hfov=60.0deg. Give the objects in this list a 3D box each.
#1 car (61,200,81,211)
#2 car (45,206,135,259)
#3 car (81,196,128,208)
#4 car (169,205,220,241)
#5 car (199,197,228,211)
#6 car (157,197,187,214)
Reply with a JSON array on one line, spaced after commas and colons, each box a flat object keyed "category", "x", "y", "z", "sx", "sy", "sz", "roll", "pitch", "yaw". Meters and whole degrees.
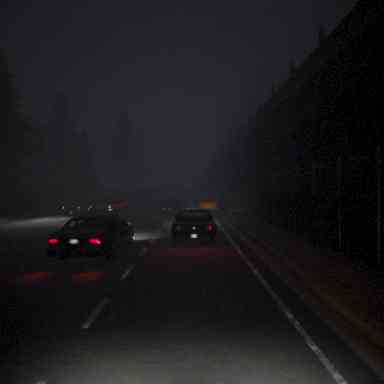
[{"category": "car", "x": -9.773, "y": 1.395, "z": 30.092, "sx": 1.895, "sy": 1.301, "sz": 4.718, "roll": 0, "pitch": 0, "yaw": 11}, {"category": "car", "x": -3.414, "y": 1.464, "z": 12.105, "sx": 2.033, "sy": 1.411, "sz": 5.357, "roll": 0, "pitch": 0, "yaw": 0}, {"category": "car", "x": -6.609, "y": 1.171, "z": 26.424, "sx": 2.097, "sy": 1.767, "sz": 4.553, "roll": 0, "pitch": 0, "yaw": 6}, {"category": "car", "x": 0.083, "y": 1.491, "z": 15.868, "sx": 1.895, "sy": 1.301, "sz": 4.718, "roll": 0, "pitch": 0, "yaw": 0}, {"category": "car", "x": 2.238, "y": 1.245, "z": 33.759, "sx": 1.882, "sy": 1.535, "sz": 5.008, "roll": 0, "pitch": 0, "yaw": 20}, {"category": "car", "x": -1.882, "y": 1.269, "z": 32.311, "sx": 2.128, "sy": 1.511, "sz": 4.902, "roll": 0, "pitch": 0, "yaw": 15}]
